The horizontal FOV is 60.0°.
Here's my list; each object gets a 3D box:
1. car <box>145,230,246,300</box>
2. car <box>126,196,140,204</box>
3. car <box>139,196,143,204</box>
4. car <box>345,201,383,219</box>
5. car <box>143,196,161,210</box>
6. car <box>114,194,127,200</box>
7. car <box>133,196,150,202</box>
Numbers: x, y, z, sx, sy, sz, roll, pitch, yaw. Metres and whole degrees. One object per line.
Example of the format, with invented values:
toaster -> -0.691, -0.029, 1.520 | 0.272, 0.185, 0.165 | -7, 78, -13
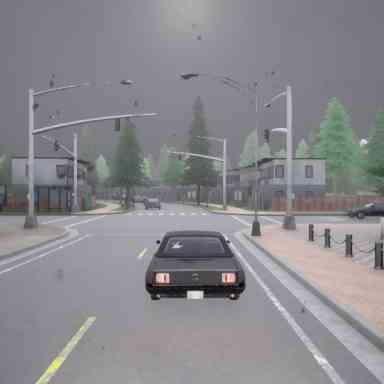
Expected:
car -> 0.033, 1.601, 8.325 | 1.895, 1.301, 4.718 | 0, 0, -1
car -> -10.667, 1.471, 63.777 | 1.837, 1.490, 4.892 | 0, 0, -25
car -> -6.638, 1.513, 52.715 | 2.033, 1.411, 5.357 | 0, 0, -15
car -> 15.405, 1.510, 28.052 | 4.674, 1.442, 1.812 | 0, 0, 1
car -> -4.946, 1.491, 42.447 | 1.812, 1.442, 4.674 | 0, 0, -6
car -> -16.966, 1.322, 79.982 | 4.674, 1.442, 1.812 | 0, 0, 45
car -> -10.963, 1.505, 71.921 | 1.994, 1.385, 4.181 | 0, 0, -36
